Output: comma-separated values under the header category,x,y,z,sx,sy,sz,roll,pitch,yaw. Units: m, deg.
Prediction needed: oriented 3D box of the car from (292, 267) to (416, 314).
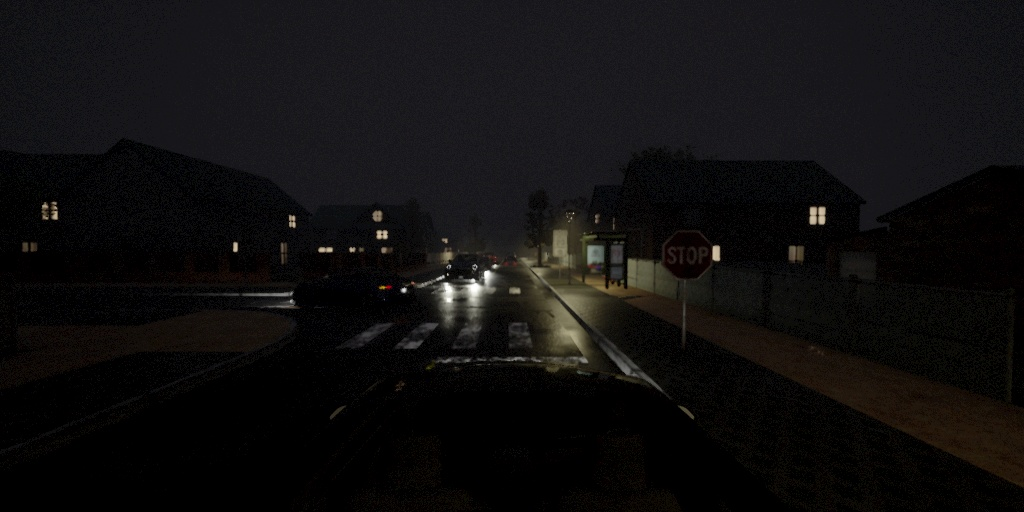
category,x,y,z,sx,sy,sz,roll,pitch,yaw
car,-5.458,1.070,12.437,4.181,1.385,1.994,1,1,19

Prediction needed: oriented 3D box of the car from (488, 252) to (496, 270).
category,x,y,z,sx,sy,sz,roll,pitch,yaw
car,-2.974,0.559,35.124,2.128,1.511,4.902,0,1,0

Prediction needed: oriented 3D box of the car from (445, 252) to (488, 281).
category,x,y,z,sx,sy,sz,roll,pitch,yaw
car,-2.982,0.638,23.505,2.097,1.767,4.553,0,1,1

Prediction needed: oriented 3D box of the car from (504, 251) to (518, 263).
category,x,y,z,sx,sy,sz,roll,pitch,yaw
car,-0.202,0.269,54.886,1.812,1.442,4.674,0,1,0

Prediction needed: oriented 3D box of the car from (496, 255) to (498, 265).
category,x,y,z,sx,sy,sz,roll,pitch,yaw
car,-3.007,0.209,47.865,2.097,1.767,4.553,0,1,0
